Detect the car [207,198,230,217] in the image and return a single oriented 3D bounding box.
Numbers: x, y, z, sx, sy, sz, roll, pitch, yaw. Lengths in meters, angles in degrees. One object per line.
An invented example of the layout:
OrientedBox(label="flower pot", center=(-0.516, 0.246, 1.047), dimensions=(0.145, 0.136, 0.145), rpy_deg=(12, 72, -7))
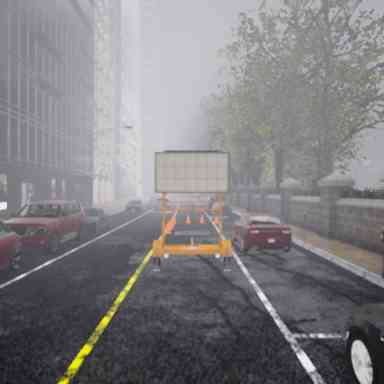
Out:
OrientedBox(label="car", center=(2.627, 1.487, 30.156), dimensions=(1.802, 1.307, 4.206), rpy_deg=(0, 0, -1))

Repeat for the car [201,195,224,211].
OrientedBox(label="car", center=(2.510, 1.193, 35.720), dimensions=(2.192, 1.841, 5.009), rpy_deg=(0, 0, -2))

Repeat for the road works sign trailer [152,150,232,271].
OrientedBox(label="road works sign trailer", center=(0.002, 0.439, 10.777), dimensions=(2.380, 3.560, 2.880), rpy_deg=(0, 0, 0))

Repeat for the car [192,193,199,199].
OrientedBox(label="car", center=(1.200, 1.155, 85.742), dimensions=(2.008, 1.369, 4.403), rpy_deg=(0, 0, -1))

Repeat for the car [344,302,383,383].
OrientedBox(label="car", center=(2.693, 1.546, 2.376), dimensions=(2.008, 1.369, 4.403), rpy_deg=(0, 0, 0))

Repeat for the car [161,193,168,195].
OrientedBox(label="car", center=(-7.183, 0.949, 80.223), dimensions=(2.192, 1.841, 5.009), rpy_deg=(0, 0, -1))

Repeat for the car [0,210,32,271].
OrientedBox(label="car", center=(-5.831, 1.423, 7.886), dimensions=(1.967, 1.590, 4.097), rpy_deg=(0, 0, 0))

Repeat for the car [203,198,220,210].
OrientedBox(label="car", center=(2.363, 1.431, 41.280), dimensions=(1.802, 1.307, 4.206), rpy_deg=(0, 0, -1))

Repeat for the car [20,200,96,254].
OrientedBox(label="car", center=(-5.829, 1.282, 13.444), dimensions=(2.192, 1.841, 5.009), rpy_deg=(0, 0, 0))

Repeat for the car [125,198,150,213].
OrientedBox(label="car", center=(-6.021, 1.443, 35.752), dimensions=(1.947, 1.339, 4.313), rpy_deg=(0, 0, -1))

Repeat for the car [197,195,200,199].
OrientedBox(label="car", center=(2.217, 1.370, 46.837), dimensions=(2.008, 1.369, 4.403), rpy_deg=(0, 0, -1))

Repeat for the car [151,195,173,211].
OrientedBox(label="car", center=(-3.368, 1.387, 38.820), dimensions=(1.812, 1.442, 4.674), rpy_deg=(0, 0, -1))

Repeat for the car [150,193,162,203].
OrientedBox(label="car", center=(-6.603, 1.339, 57.992), dimensions=(1.802, 1.307, 4.206), rpy_deg=(0, 0, -1))

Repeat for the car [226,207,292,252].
OrientedBox(label="car", center=(2.696, 1.512, 13.498), dimensions=(1.887, 1.381, 4.507), rpy_deg=(0, 0, 0))

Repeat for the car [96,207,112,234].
OrientedBox(label="car", center=(-5.828, 1.515, 19.007), dimensions=(1.947, 1.339, 4.313), rpy_deg=(0, 0, 0))
